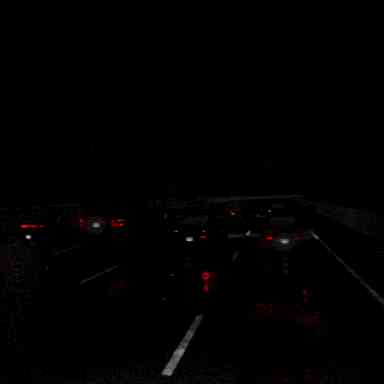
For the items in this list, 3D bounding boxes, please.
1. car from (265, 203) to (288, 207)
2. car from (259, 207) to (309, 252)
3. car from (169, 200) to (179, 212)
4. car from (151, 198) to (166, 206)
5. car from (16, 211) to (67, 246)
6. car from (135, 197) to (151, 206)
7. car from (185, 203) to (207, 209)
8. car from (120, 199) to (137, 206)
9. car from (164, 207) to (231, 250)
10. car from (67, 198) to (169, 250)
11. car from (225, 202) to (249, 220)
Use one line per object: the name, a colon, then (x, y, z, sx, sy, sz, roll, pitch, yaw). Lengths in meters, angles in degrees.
car: (7.328, 1.644, 28.722, 1.812, 1.442, 4.674, -1, 0, 14)
car: (3.847, 1.581, 14.127, 1.812, 1.442, 4.674, -1, 0, 14)
car: (-2.904, 1.773, 31.078, 1.837, 1.490, 4.892, -1, 0, 13)
car: (-7.365, 2.151, 72.732, 1.812, 1.442, 4.674, -1, 0, 13)
car: (-6.386, 1.695, 16.482, 2.128, 1.511, 4.902, -1, 0, 14)
car: (-10.764, 2.031, 73.574, 2.097, 1.767, 4.553, -1, 0, 13)
car: (0.499, 1.724, 30.266, 1.837, 1.490, 4.892, -1, 0, 14)
car: (-14.173, 2.249, 74.355, 1.812, 1.442, 4.674, -1, 0, 13)
car: (0.441, 1.630, 14.934, 1.812, 1.442, 4.674, -1, 0, 14)
car: (-3.051, 1.369, 15.408, 2.150, 2.045, 5.566, -1, 0, 13)
car: (3.943, 1.645, 29.615, 1.882, 1.535, 5.008, -1, 0, 14)
